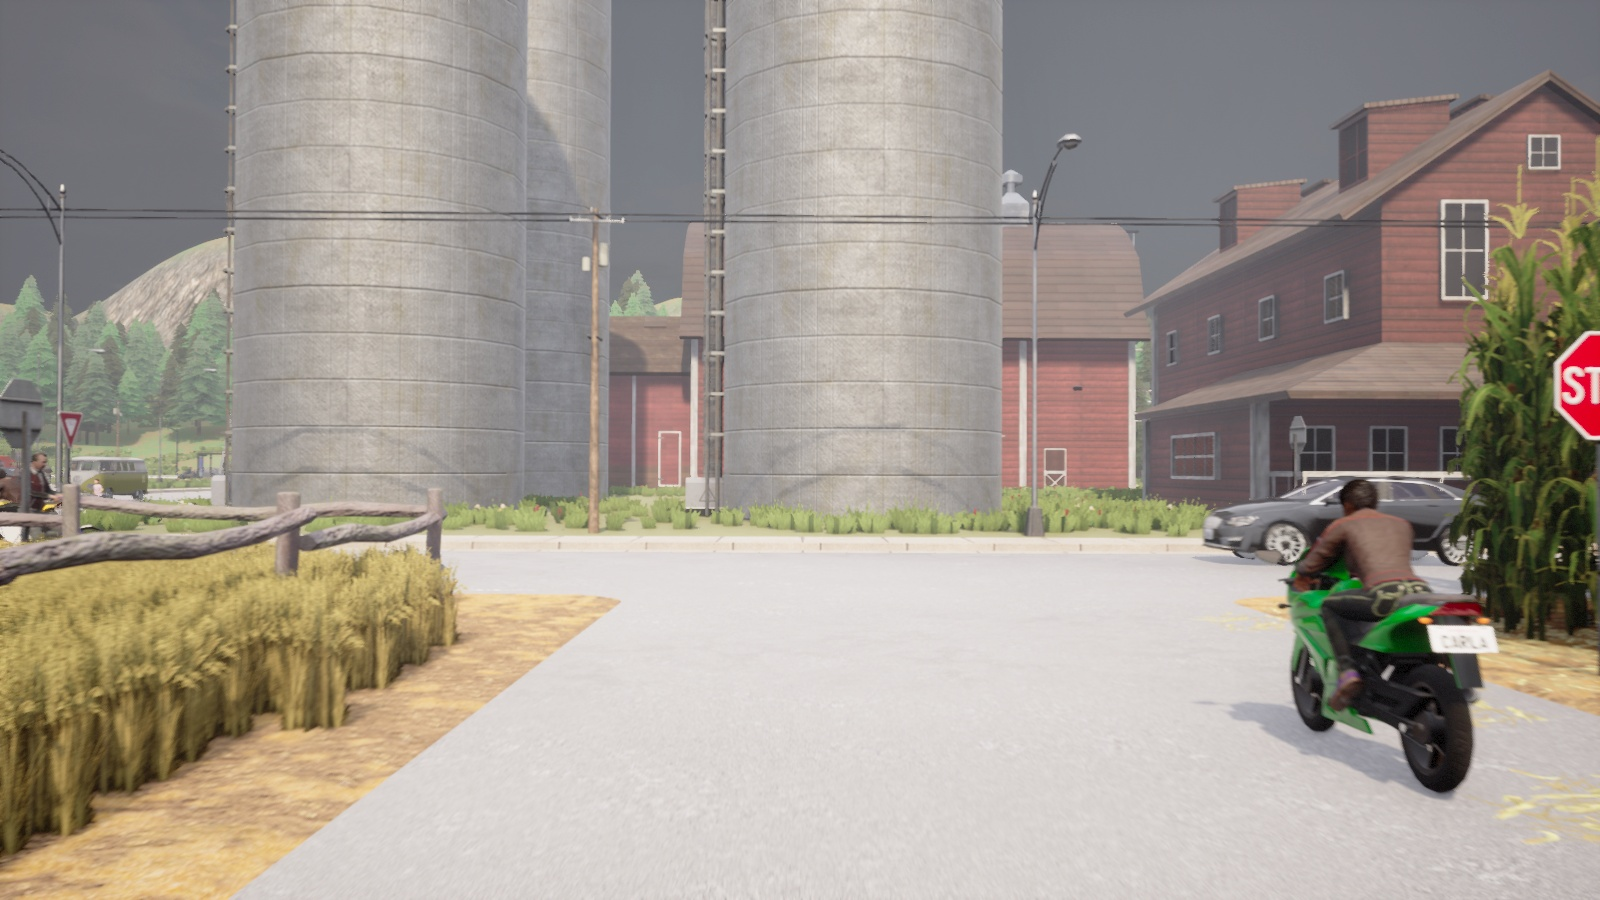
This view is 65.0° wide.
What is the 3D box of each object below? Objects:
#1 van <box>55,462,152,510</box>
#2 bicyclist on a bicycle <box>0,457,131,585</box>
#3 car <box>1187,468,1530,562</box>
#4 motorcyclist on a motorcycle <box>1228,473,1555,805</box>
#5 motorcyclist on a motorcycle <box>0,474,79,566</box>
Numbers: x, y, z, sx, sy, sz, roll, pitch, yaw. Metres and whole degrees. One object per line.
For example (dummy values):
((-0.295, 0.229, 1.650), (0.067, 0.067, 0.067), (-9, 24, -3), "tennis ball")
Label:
((-29.810, 1.517, 53.894), (1.775, 1.987, 4.442), (0, -1, -1), "van")
((-10.626, 1.005, 17.889), (1.843, 1.776, 0.659), (0, -1, 0), "bicyclist on a bicycle")
((9.396, 1.066, 21.464), (4.902, 1.511, 2.128), (0, -1, 0), "car")
((3.088, 0.892, 6.837), (0.797, 1.523, 2.044), (0, -1, 0), "motorcyclist on a motorcycle")
((-13.520, 1.181, 21.361), (2.044, 1.523, 0.797), (0, -1, 0), "motorcyclist on a motorcycle")
